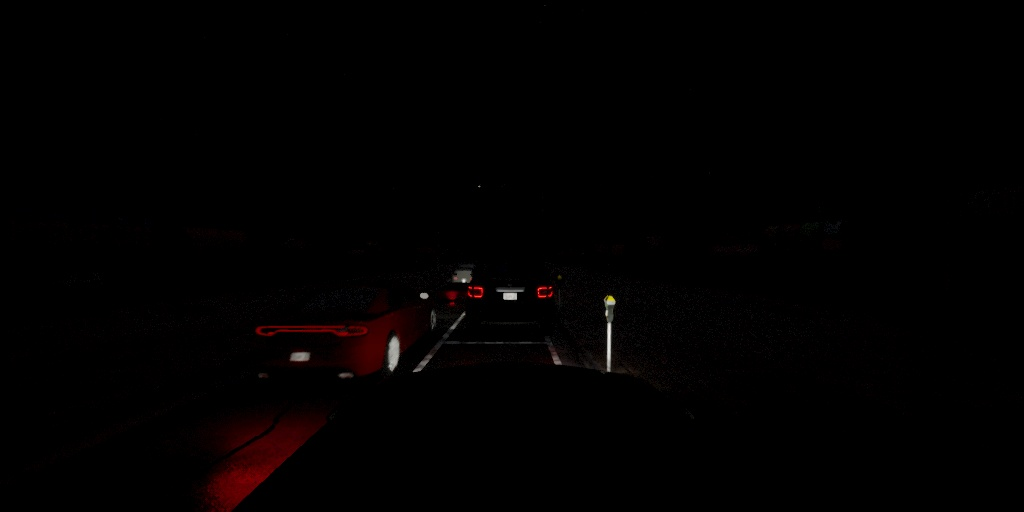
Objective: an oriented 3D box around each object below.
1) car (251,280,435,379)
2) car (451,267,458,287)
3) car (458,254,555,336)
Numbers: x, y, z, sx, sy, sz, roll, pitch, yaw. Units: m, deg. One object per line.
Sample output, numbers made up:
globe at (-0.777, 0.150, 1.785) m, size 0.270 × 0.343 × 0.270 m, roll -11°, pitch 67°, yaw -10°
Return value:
car at (-2.919, 1.225, 7.414) m, size 1.882 × 1.535 × 5.008 m, roll 0°, pitch 0°, yaw 0°
car at (-2.919, 1.267, 24.060) m, size 1.812 × 1.442 × 4.674 m, roll 0°, pitch 0°, yaw 0°
car at (-0.038, 0.974, 10.532) m, size 2.150 × 2.045 × 5.566 m, roll 0°, pitch 0°, yaw 0°
